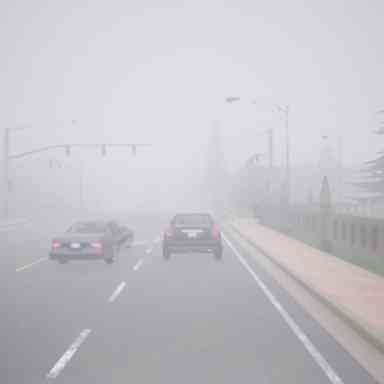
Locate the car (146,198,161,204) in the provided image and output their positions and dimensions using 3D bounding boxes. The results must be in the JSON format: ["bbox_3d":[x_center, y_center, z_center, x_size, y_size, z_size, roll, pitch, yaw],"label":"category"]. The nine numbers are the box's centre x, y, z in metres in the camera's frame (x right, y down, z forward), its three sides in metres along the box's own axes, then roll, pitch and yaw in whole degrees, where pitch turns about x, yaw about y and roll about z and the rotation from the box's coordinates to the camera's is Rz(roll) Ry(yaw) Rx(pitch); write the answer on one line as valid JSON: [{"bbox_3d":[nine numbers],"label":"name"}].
[{"bbox_3d":[-11.053,2.569,90.514,1.895,1.301,4.718,0,-1,-35],"label":"car"}]

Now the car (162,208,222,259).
[{"bbox_3d":[0.026,1.497,13.412,2.097,1.767,4.553,0,-1,0],"label":"car"}]

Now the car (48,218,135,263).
[{"bbox_3d":[-3.484,1.684,12.496,2.033,1.411,5.357,0,-1,0],"label":"car"}]

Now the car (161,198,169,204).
[{"bbox_3d":[-8.121,2.494,92.413,1.837,1.490,4.892,0,-1,-35],"label":"car"}]

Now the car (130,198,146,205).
[{"bbox_3d":[-12.906,2.328,78.995,1.882,1.535,5.008,0,-1,-19],"label":"car"}]
